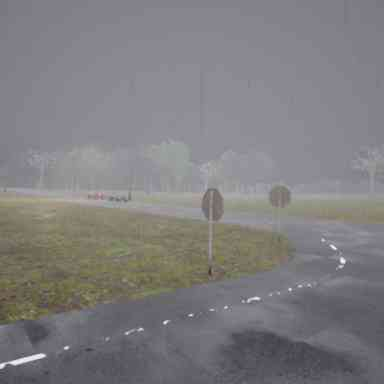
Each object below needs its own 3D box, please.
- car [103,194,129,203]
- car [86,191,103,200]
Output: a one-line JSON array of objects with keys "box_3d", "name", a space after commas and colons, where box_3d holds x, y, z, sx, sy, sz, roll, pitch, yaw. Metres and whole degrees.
[{"box_3d": [-11.572, 0.946, 51.477, 1.895, 1.301, 4.718, 2, 0, -35], "name": "car"}, {"box_3d": [-17.332, 0.504, 59.614, 2.097, 1.767, 4.553, 2, 0, -35], "name": "car"}]
